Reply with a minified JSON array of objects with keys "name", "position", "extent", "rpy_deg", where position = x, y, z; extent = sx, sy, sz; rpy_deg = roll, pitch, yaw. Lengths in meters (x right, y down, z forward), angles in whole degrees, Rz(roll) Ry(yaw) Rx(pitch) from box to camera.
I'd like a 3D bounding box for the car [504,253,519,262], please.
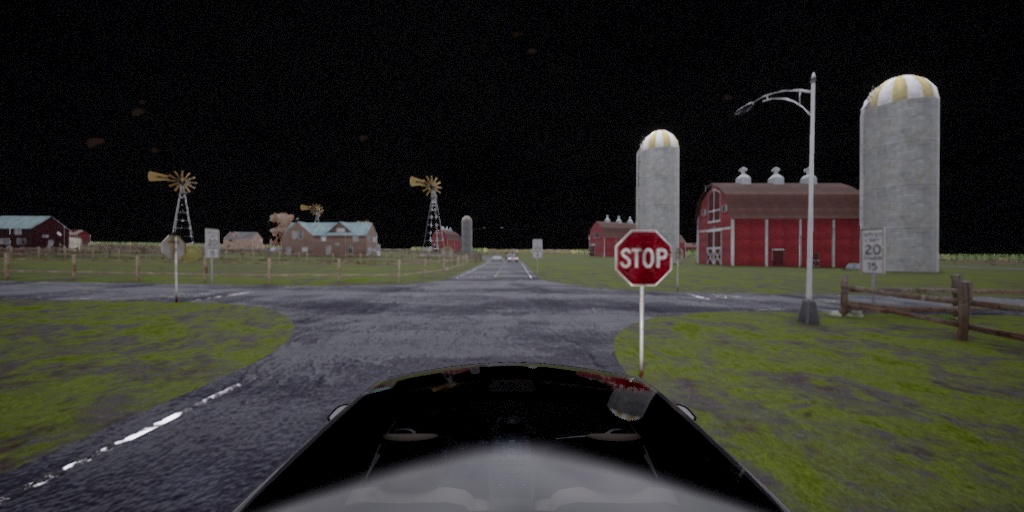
[{"name":"car","position":[0.099,0.420,61.802],"extent":[1.895,1.301,4.718],"rpy_deg":[0,1,-2]}]
